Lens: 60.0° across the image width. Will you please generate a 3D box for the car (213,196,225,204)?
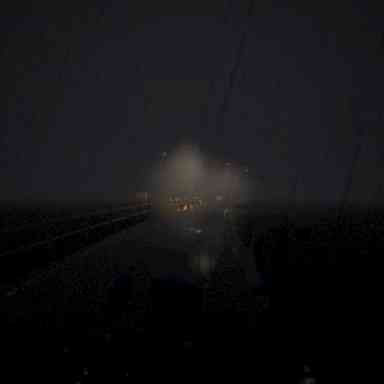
[{"bbox_3d":[5.241,1.554,64.080,2.033,1.411,5.357,0,0,12],"label":"car"}]
